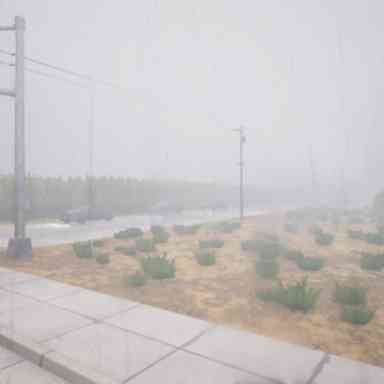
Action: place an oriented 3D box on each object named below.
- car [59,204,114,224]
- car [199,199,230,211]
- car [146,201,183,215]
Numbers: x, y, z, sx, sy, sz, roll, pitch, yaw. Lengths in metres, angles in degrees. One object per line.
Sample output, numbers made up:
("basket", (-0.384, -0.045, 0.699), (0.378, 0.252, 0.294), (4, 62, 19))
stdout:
("car", (-8.028, 1.656, 25.588), (1.994, 1.385, 4.181), (0, 0, 33))
("car", (2.967, 1.641, 42.689), (2.033, 1.411, 5.357), (0, 0, 33))
("car", (-2.665, 1.618, 33.910), (1.812, 1.442, 4.674), (0, 0, 33))
